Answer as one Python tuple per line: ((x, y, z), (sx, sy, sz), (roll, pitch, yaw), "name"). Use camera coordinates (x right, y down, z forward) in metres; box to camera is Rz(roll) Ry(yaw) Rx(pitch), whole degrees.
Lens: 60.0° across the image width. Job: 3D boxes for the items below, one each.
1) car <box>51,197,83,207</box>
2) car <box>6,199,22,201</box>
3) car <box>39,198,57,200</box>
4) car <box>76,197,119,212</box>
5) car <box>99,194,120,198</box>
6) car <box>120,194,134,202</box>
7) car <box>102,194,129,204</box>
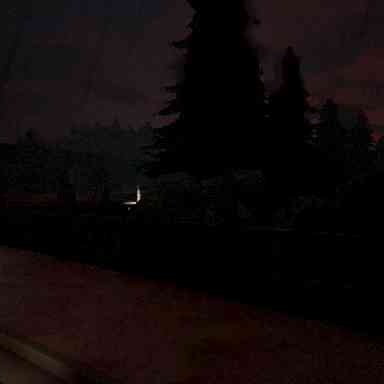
((-19.879, 1.506, 53.088), (1.812, 1.442, 4.674), (0, 1, 35), "car")
((-25.015, 1.601, 45.941), (1.895, 1.301, 4.718), (0, 0, 36), "car")
((-20.441, 1.526, 46.306), (1.812, 1.442, 4.674), (0, 0, 36), "car")
((-10.299, 1.563, 36.083), (1.994, 1.385, 4.181), (0, 0, 36), "car")
((-14.544, 1.391, 54.532), (2.128, 1.511, 4.902), (0, 2, 36), "car")
((-6.923, 1.176, 46.812), (2.150, 2.045, 5.566), (0, 1, 36), "car")
((-14.056, 1.186, 61.207), (1.837, 1.490, 4.892), (0, 3, 36), "car")
